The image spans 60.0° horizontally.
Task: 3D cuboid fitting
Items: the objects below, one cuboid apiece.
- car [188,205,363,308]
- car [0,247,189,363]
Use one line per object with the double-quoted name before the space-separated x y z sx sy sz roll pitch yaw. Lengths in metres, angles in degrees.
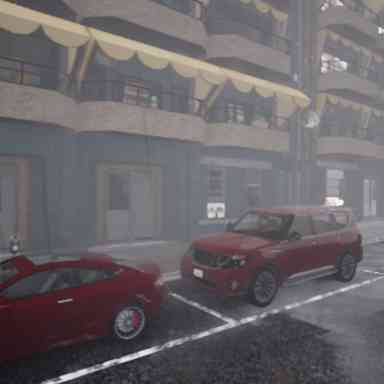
"car" 2.177 1.289 8.092 5.009 1.841 2.192 0 1 -35
"car" -2.321 1.578 4.889 4.206 1.307 1.802 0 1 -35
